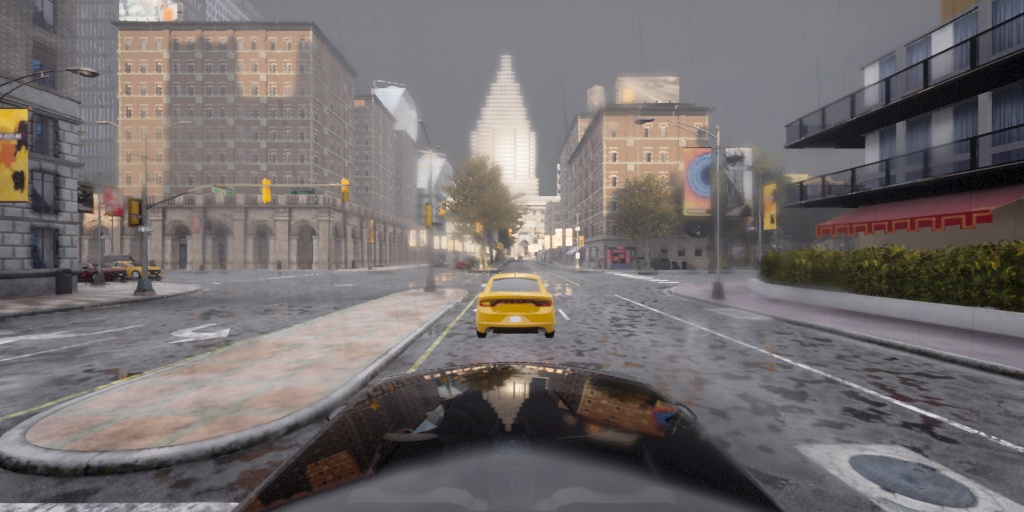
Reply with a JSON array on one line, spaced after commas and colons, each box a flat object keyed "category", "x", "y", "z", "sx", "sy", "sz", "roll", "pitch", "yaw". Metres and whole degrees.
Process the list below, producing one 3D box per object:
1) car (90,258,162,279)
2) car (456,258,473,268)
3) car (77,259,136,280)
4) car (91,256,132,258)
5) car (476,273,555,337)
[{"category": "car", "x": -34.574, "y": 1.228, "z": 32.315, "sx": 5.008, "sy": 1.535, "sz": 1.882, "roll": 0, "pitch": 0, "yaw": 0}, {"category": "car", "x": -7.987, "y": 1.351, "z": 59.051, "sx": 1.895, "sy": 1.301, "sz": 4.718, "roll": 0, "pitch": 0, "yaw": 0}, {"category": "car", "x": -33.939, "y": 1.228, "z": 28.817, "sx": 5.008, "sy": 1.535, "sz": 1.882, "roll": 0, "pitch": 0, "yaw": 0}, {"category": "car", "x": -44.881, "y": 0.971, "z": 39.521, "sx": 5.566, "sy": 2.045, "sz": 2.150, "roll": 0, "pitch": 0, "yaw": 0}, {"category": "car", "x": 0.094, "y": 1.228, "z": 10.310, "sx": 1.882, "sy": 1.535, "sz": 5.008, "roll": 0, "pitch": 0, "yaw": 0}]
